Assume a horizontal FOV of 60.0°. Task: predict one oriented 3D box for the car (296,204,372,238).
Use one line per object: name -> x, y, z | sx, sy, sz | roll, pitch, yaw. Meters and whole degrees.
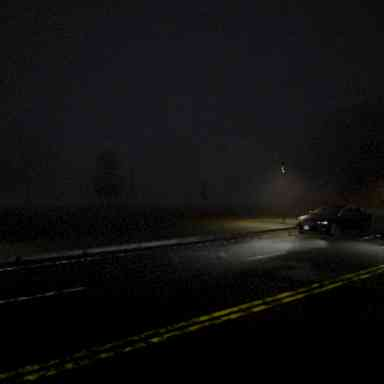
car -> 7.344, 1.396, 17.050 | 4.902, 1.511, 2.128 | 0, 0, -36
